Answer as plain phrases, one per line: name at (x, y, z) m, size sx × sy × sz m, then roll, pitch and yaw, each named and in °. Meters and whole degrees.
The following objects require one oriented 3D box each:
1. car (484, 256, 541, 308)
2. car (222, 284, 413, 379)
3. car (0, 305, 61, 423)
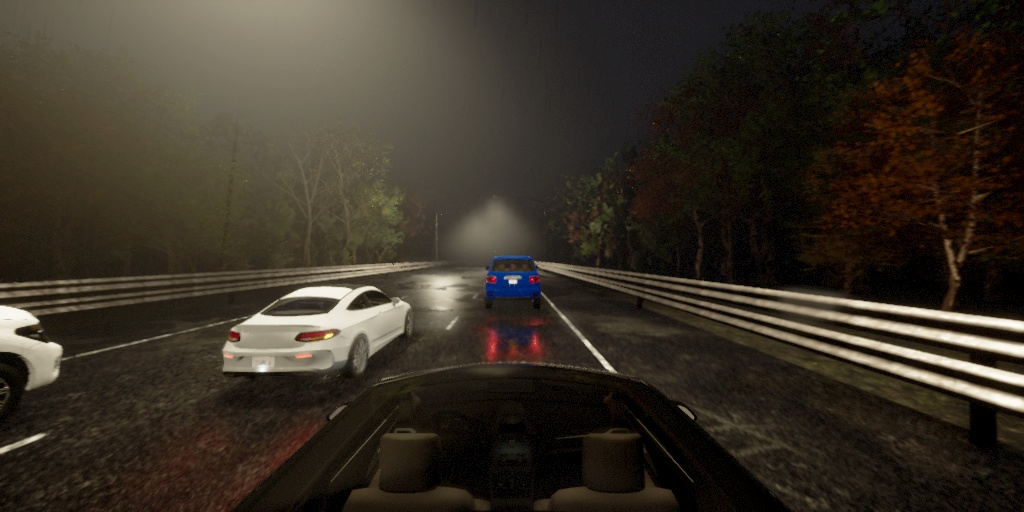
car at (0.011, 1.015, 15.538) m, size 2.150 × 2.045 × 5.566 m, roll 0°, pitch 0°, yaw 0°
car at (-3.411, 1.291, 7.214) m, size 1.812 × 1.442 × 4.674 m, roll 0°, pitch 0°, yaw 0°
car at (-6.840, 0.854, 2.136) m, size 2.150 × 2.045 × 5.566 m, roll 8°, pitch -1°, yaw 0°
